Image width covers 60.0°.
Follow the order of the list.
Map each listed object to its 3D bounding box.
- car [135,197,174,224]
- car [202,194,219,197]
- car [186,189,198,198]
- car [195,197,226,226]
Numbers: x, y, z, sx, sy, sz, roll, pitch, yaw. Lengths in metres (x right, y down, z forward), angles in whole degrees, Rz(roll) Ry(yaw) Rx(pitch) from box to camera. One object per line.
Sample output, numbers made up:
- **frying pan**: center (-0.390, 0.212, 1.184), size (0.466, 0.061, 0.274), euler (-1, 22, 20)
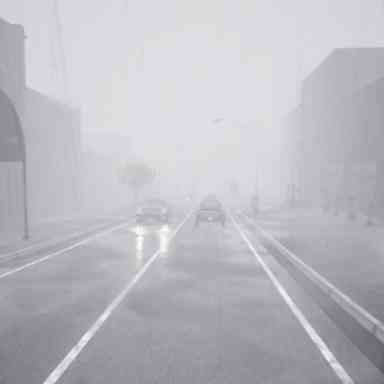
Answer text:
- **car**: center (-2.448, 1.146, 22.881), size (2.097, 1.767, 4.553), euler (0, 1, 3)
- **car**: center (2.359, 0.943, 42.268), size (2.128, 1.511, 4.902), euler (0, 1, 3)
- **car**: center (0.044, 0.171, 64.916), size (2.097, 1.767, 4.553), euler (0, 2, 4)
- **car**: center (1.205, 1.324, 21.906), size (2.128, 1.511, 4.902), euler (0, 1, 3)
